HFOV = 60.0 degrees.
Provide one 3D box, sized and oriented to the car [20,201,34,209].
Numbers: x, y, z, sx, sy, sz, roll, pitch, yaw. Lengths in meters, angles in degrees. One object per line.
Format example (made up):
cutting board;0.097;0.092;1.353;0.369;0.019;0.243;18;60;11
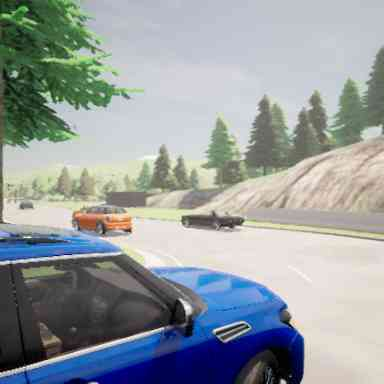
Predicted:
car;-29.156;2.312;58.752;2.033;1.411;5.357;1;-1;-32

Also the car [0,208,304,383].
car;-1.403;1.255;2.469;5.566;2.045;2.150;1;0;-41

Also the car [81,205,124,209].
car;-5.750;1.649;21.154;2.097;1.767;4.553;1;-1;-45

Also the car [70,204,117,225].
car;-8.725;1.883;29.189;1.882;1.535;5.008;1;-1;-43

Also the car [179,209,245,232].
car;1.337;1.971;24.016;1.895;1.301;4.718;1;-1;-45
